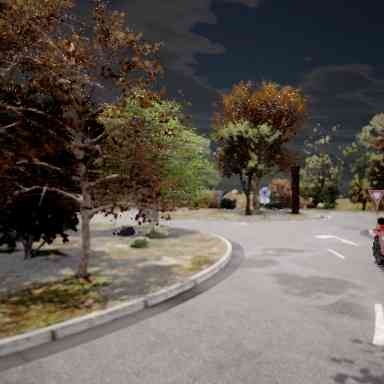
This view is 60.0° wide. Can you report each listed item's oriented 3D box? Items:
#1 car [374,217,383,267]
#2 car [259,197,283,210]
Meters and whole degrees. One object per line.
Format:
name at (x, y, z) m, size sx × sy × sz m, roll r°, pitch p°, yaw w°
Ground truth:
car at (6.274, 1.316, 8.568) m, size 2.150 × 2.045 × 5.566 m, roll 0°, pitch 0°, yaw 21°
car at (11.762, 1.774, 52.090) m, size 2.150 × 2.045 × 5.566 m, roll 0°, pitch -1°, yaw -25°
